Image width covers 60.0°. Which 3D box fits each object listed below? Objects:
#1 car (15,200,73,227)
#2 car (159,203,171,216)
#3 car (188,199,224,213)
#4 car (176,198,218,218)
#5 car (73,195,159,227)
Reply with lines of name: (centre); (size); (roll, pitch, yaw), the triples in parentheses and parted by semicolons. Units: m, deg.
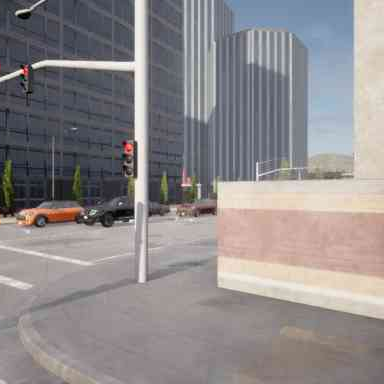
car: (-9.758, 1.407, 23.216); (2.097, 1.767, 4.553); (0, 0, 36)
car: (-4.231, 1.603, 30.910); (2.033, 1.411, 5.357); (0, 0, 36)
car: (1.696, 1.560, 39.139); (1.837, 1.490, 4.892); (0, 0, 36)
car: (0.528, 1.407, 31.530); (2.097, 1.767, 4.553); (0, 0, 36)
car: (-5.203, 1.277, 23.562); (2.150, 2.045, 5.566); (0, 0, 36)
